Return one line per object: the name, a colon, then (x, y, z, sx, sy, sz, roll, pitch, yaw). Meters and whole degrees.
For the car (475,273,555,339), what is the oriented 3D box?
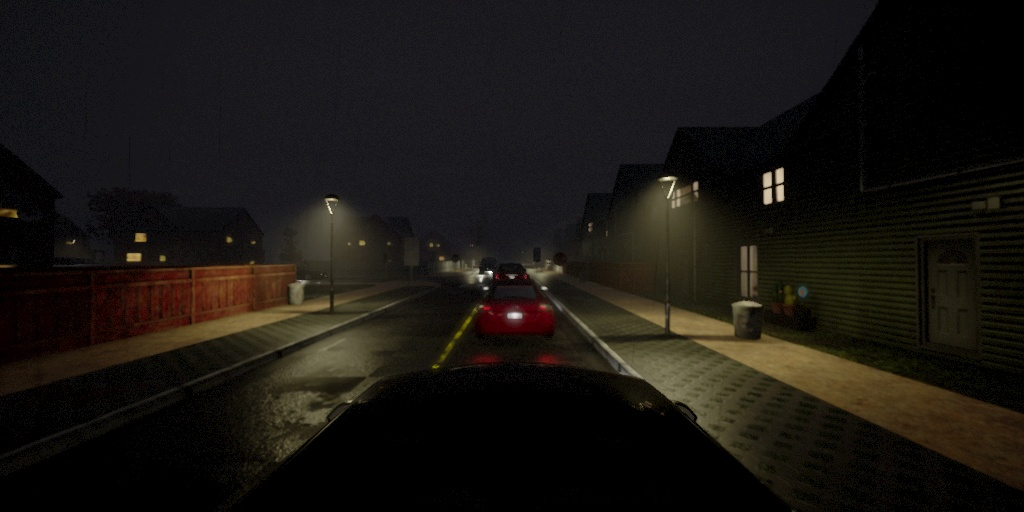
car: (0.085, 1.353, 10.259, 1.994, 1.385, 4.181, 0, 0, 1)

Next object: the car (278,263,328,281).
car: (-17.659, 1.362, 29.334, 4.892, 1.490, 1.837, 0, -1, 0)

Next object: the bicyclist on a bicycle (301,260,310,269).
bicyclist on a bicycle: (-20.247, 1.250, 35.172, 0.582, 1.620, 1.656, 0, -1, 0)

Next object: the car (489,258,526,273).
car: (-0.161, 1.195, 21.777, 2.097, 1.767, 4.553, 0, 0, -4)

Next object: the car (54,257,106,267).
car: (-35.913, 1.078, 29.197, 5.566, 2.045, 2.150, 0, -1, 0)

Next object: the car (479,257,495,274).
car: (-2.888, 1.176, 45.032, 2.150, 2.045, 5.566, 0, 0, 0)
